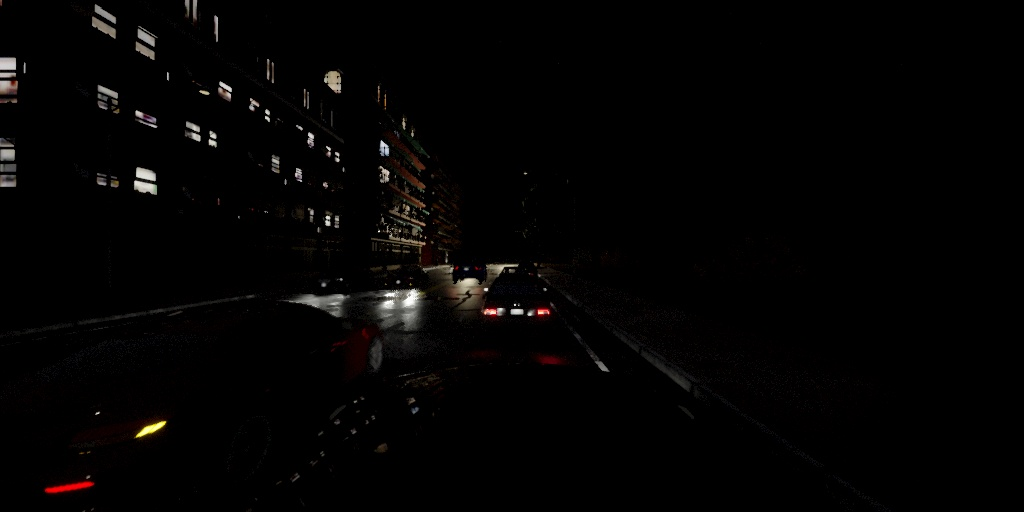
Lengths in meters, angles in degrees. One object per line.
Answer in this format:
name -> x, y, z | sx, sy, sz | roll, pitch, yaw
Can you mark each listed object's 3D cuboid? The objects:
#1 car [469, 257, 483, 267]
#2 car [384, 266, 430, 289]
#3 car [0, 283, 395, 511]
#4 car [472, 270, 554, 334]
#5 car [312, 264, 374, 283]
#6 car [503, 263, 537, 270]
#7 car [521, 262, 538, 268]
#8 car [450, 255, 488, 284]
car -> -6.494, 1.104, 64.944 | 2.097, 1.767, 4.553 | 0, 0, 1
car -> -6.582, 1.317, 22.716 | 1.994, 1.385, 4.181 | 0, 0, 0
car -> -3.150, 1.276, 4.384 | 1.812, 1.442, 4.674 | 0, 0, 0
car -> 0.110, 1.299, 10.554 | 2.033, 1.411, 5.357 | 0, 0, 0
car -> -9.833, 1.244, 21.187 | 2.128, 1.511, 4.902 | 0, 0, 0
car -> 0.116, 1.301, 20.915 | 2.033, 1.411, 5.357 | 0, 0, 0
car -> 1.164, 1.259, 30.682 | 1.837, 1.490, 4.892 | 0, 0, 0
car -> -3.127, 0.977, 27.300 | 2.150, 2.045, 5.566 | 0, 0, 0
